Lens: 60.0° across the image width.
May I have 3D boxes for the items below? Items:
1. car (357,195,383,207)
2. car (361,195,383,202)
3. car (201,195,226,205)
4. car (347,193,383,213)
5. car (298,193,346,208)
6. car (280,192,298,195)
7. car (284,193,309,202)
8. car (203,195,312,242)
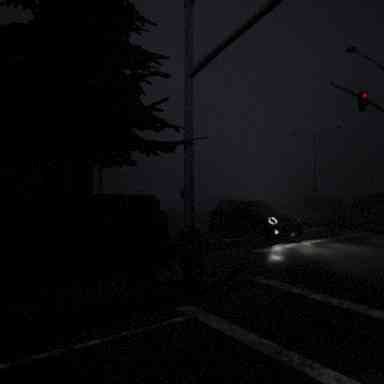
[{"bbox_3d":[26.597,1.260,48.104,2.007,1.523,4.514,0,0,-36],"label":"car"},{"bbox_3d":[37.990,1.329,69.863,1.970,1.475,3.806,0,0,-36],"label":"car"},{"bbox_3d":[3.431,1.206,53.277,1.970,1.475,3.806,0,0,-36],"label":"car"},{"bbox_3d":[18.037,1.051,33.077,1.905,1.878,3.866,0,0,-36],"label":"car"},{"bbox_3d":[16.088,1.069,41.378,1.932,1.855,4.605,0,0,-36],"label":"car"},{"bbox_3d":[18.806,1.036,64.802,1.905,1.878,3.866,0,0,-36],"label":"car"},{"bbox_3d":[20.918,1.054,66.839,1.932,1.855,4.605,0,0,-36],"label":"car"},{"bbox_3d":[2.794,1.152,15.351,2.097,1.767,4.553,0,0,-36],"label":"car"}]
